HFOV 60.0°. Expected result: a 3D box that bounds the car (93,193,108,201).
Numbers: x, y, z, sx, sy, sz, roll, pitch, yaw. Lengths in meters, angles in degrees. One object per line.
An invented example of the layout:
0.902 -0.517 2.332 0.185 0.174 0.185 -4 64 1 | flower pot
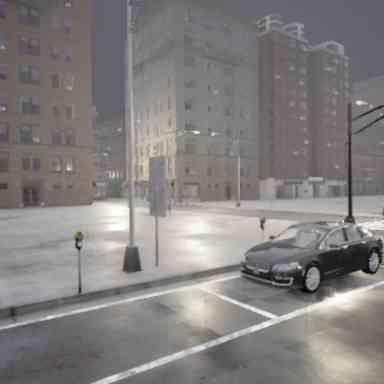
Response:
-17.262 0.958 62.177 1.812 1.442 4.674 -1 1 -36 | car

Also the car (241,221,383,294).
3.164 1.452 8.443 4.403 1.369 2.008 -1 1 -35 | car
